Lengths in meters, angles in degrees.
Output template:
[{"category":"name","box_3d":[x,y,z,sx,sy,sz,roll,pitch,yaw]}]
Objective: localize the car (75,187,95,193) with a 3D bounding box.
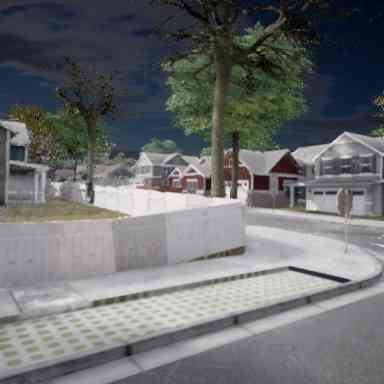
[{"category":"car","box_3d":[-15.744,-0.317,48.603,2.033,1.411,5.357,1,1,-34]}]
